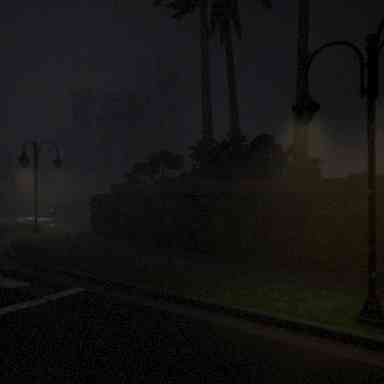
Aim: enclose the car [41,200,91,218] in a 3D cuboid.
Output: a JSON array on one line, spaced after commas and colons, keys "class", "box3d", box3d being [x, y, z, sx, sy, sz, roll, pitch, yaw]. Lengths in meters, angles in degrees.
[{"class": "car", "box3d": [-11.529, 1.497, 30.912, 1.837, 1.490, 4.892, 0, 0, 36]}]
